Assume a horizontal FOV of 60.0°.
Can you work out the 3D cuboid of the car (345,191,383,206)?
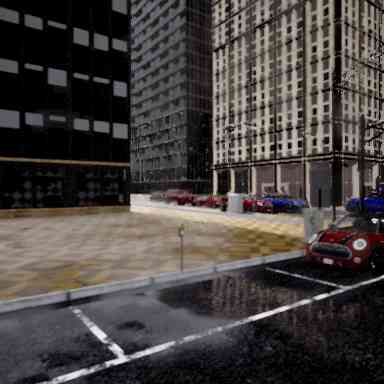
[{"bbox_3d":[14.881,0.893,25.856,2.150,2.045,5.566,0,1,-34],"label":"car"}]

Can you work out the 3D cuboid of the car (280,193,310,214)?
[{"bbox_3d":[8.171,0.909,29.570,2.097,1.767,4.553,0,1,-36],"label":"car"}]

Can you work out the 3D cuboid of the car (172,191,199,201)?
[{"bbox_3d":[-1.085,0.589,52.452,1.752,1.417,4.829,1,1,-36],"label":"car"}]

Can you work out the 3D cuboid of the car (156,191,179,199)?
[{"bbox_3d":[-4.235,0.526,56.847,1.947,1.339,4.313,1,1,-36],"label":"car"}]

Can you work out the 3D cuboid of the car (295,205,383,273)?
[{"bbox_3d":[5.418,1.398,10.424,4.097,1.590,1.967,0,0,-35],"label":"car"}]

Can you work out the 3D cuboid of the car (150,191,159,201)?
[{"bbox_3d":[-4.193,0.640,46.854,2.128,1.511,4.902,0,1,-35],"label":"car"}]

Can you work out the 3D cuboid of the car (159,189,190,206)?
[{"bbox_3d":[-1.260,0.644,38.315,2.192,1.841,5.009,1,1,-36],"label":"car"}]

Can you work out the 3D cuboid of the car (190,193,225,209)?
[{"bbox_3d":[1.980,1.018,33.786,1.802,1.307,4.206,1,1,-36],"label":"car"}]

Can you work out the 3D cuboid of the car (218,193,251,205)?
[{"bbox_3d":[5.509,0.863,43.248,1.802,1.307,4.206,1,1,-36],"label":"car"}]

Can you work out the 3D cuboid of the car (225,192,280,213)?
[{"bbox_3d":[5.231,0.983,29.255,1.967,1.590,4.097,1,1,-36],"label":"car"}]
